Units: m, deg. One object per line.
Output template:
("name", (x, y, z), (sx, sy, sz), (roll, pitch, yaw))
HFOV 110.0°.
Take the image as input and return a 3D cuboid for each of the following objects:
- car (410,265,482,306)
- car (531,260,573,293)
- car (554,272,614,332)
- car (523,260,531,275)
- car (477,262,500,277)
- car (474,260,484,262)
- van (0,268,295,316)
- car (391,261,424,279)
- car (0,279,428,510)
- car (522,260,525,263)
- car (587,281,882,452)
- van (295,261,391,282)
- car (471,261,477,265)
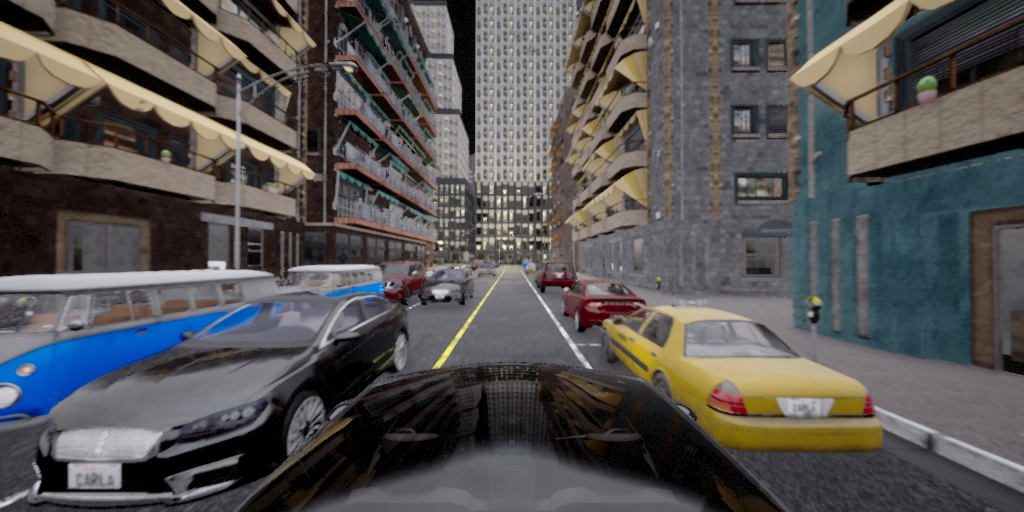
("car", (-2.810, 1.347, 16.470), (2.128, 1.511, 4.902), (0, 0, 0))
("car", (2.603, 1.214, 22.205), (2.192, 1.841, 5.009), (0, 0, 0))
("car", (2.582, 1.362, 10.924), (1.888, 1.381, 4.507), (0, 0, 0))
("car", (2.646, 1.594, 44.935), (1.751, 1.417, 4.829), (0, 0, 0))
("car", (-2.704, 1.628, 39.593), (1.895, 1.301, 4.718), (0, 0, 1))
("car", (-5.213, 1.468, 56.061), (2.192, 1.841, 5.009), (0, 0, 0))
("van", (-5.309, 1.114, 5.298), (1.690, 1.789, 3.998), (0, 0, 0))
("car", (-5.288, 1.169, 16.579), (2.192, 1.841, 5.009), (0, 0, 0))
("car", (-2.843, 1.264, 4.906), (2.128, 1.511, 4.902), (0, 0, 0))
("car", (2.657, 1.638, 50.575), (1.751, 1.417, 4.829), (0, 0, 0))
("car", (2.571, 1.302, 5.454), (1.751, 1.417, 4.829), (0, 0, 0))
("van", (-5.299, 1.154, 10.938), (1.690, 1.789, 3.998), (0, 0, 0))
("car", (-5.245, 1.548, 38.970), (1.751, 1.417, 4.829), (0, 0, 0))
